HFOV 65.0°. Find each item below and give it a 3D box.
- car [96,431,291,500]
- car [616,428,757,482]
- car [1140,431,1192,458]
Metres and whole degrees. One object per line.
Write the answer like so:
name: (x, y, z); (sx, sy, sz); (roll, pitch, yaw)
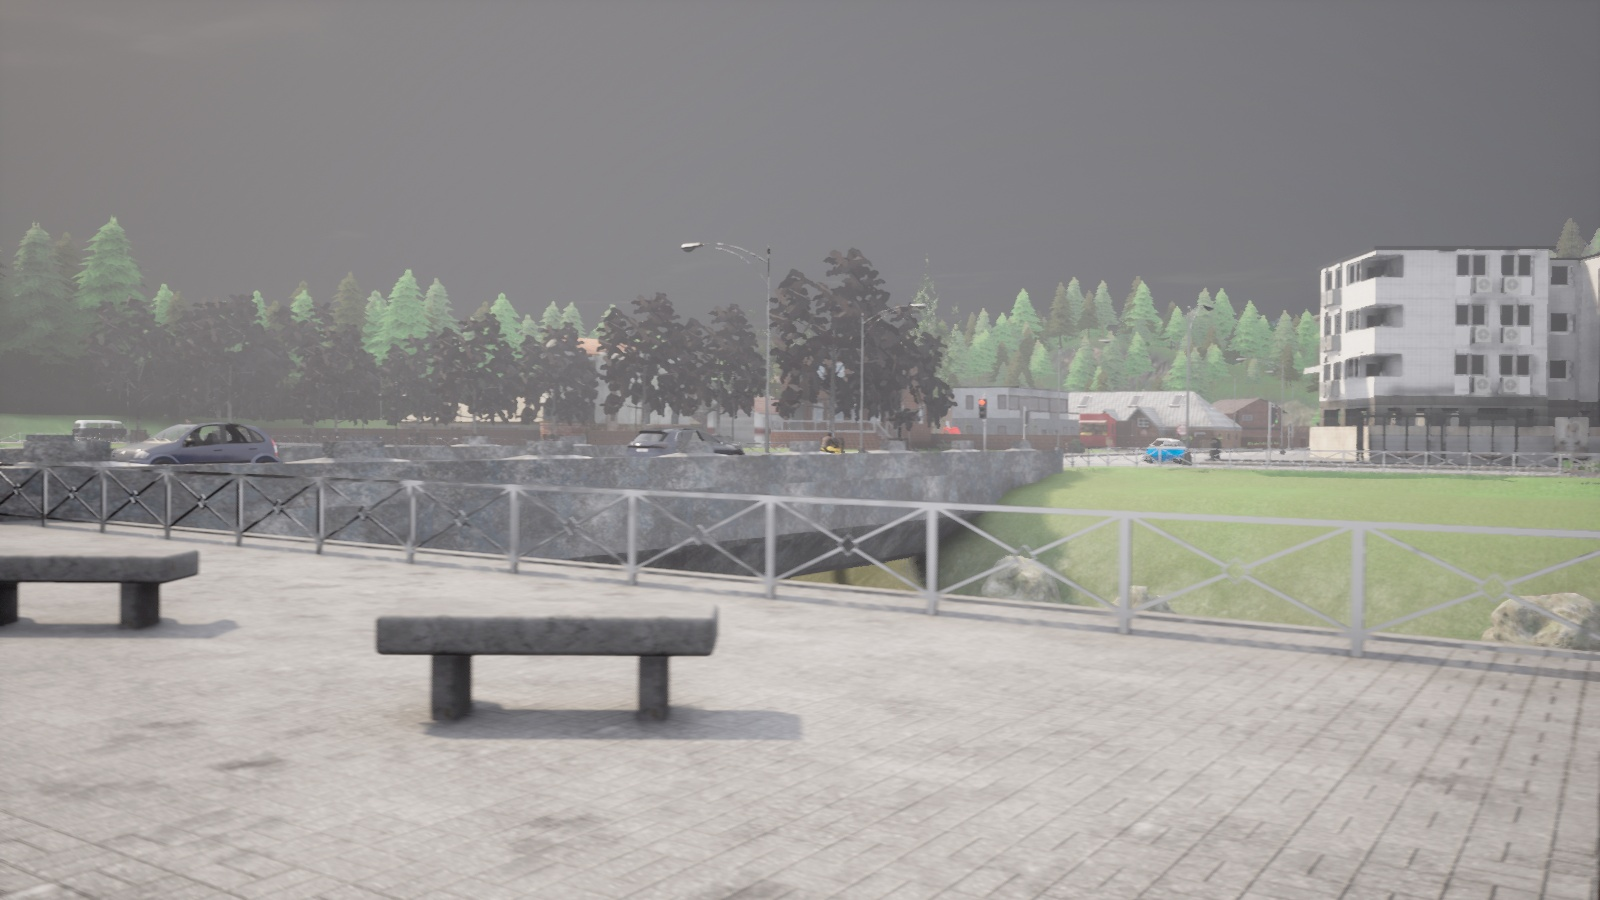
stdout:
car: (-15.109, 0.337, 31.461); (1.851, 1.617, 3.988); (0, 1, 34)
car: (-3.671, 0.129, 41.457); (2.033, 1.649, 4.856); (0, 1, 34)
car: (19.227, -0.288, 65.944); (2.207, 1.376, 1.481); (1, 2, 44)
